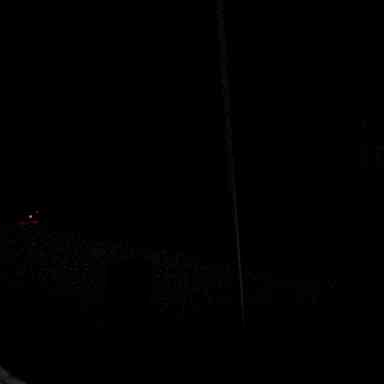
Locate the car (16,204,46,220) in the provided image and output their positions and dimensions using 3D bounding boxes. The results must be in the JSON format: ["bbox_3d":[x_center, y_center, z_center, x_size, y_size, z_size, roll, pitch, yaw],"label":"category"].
[{"bbox_3d":[-13.715,1.784,30.663,1.895,1.301,4.718,-4,0,3],"label":"car"}]

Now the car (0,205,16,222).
[{"bbox_3d":[-17.021,1.897,29.955,2.128,1.511,4.902,-4,1,4],"label":"car"}]
